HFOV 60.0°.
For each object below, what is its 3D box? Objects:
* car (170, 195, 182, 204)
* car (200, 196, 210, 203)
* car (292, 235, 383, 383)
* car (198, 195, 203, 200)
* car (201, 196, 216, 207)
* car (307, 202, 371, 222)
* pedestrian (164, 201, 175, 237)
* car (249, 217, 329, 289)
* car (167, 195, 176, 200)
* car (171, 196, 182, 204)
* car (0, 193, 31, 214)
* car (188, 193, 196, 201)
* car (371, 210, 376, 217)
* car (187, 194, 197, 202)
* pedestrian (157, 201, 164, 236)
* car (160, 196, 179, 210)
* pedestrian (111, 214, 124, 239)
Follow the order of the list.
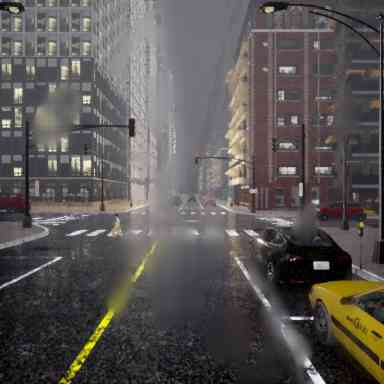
[{"bbox_3d":[-3.077,1.580,53.310,1.994,1.385,4.181,0,0,1],"label":"car"},{"bbox_3d":[2.699,1.578,69.588,2.008,1.369,4.403,0,0,0],"label":"car"},{"bbox_3d":[2.693,1.525,3.486,1.752,1.417,4.829,0,0,0],"label":"car"},{"bbox_3d":[2.698,1.574,63.940,2.008,1.369,4.403,0,0,0],"label":"car"},{"bbox_3d":[2.747,1.596,51.023,1.802,1.307,4.206,0,0,0],"label":"car"},{"bbox_3d":[12.372,1.614,28.715,4.553,1.767,2.097,1,0,0],"label":"car"},{"bbox_3d":[-1.073,1.295,16.458,0.375,1.860,0.375,0,0,0],"label":"pedestrian"},{"bbox_3d":[2.693,1.566,8.999,1.947,1.339,4.313,0,0,0],"label":"car"},{"bbox_3d":[-5.680,1.599,92.183,2.008,1.369,4.403,0,0,0],"label":"car"},{"bbox_3d":[-3.032,1.530,65.739,1.837,1.490,4.892,0,0,0],"label":"car"},{"bbox_3d":[-17.690,1.030,31.063,5.009,1.841,2.192,1,-1,0],"label":"car"},{"bbox_3d":[0.009,1.227,83.594,2.097,1.767,4.553,0,0,0],"label":"car"},{"bbox_3d":[14.646,1.837,31.338,4.829,1.417,1.752,1,-1,0],"label":"car"},{"bbox_3d":[0.008,1.547,73.621,1.812,1.442,4.674,0,0,0],"label":"car"},{"bbox_3d":[-1.471,1.295,17.060,0.375,1.860,0.375,0,0,0],"label":"pedestrian"},{"bbox_3d":[-3.114,1.557,43.290,2.033,1.411,5.357,0,0,-4],"label":"car"},{"bbox_3d":[-3.535,1.575,15.858,0.375,1.300,0.375,0,0,0],"label":"pedestrian"}]
